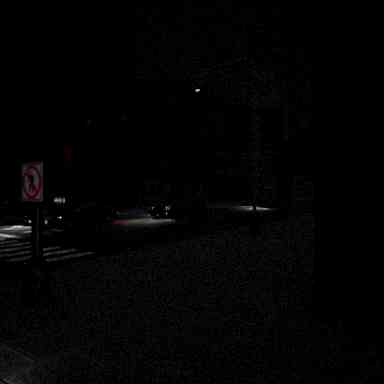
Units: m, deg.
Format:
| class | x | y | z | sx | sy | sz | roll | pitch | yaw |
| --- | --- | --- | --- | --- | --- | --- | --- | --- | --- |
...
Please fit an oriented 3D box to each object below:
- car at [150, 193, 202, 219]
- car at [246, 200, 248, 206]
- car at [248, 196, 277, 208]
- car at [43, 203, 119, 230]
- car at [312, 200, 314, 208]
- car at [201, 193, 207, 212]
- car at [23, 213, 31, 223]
| class | x | y | z | sx | sy | sz | roll | pitch | yaw |
| --- | --- | --- | --- | --- | --- | --- | --- | --- | --- |
| car | -1.477 | 1.257 | 28.465 | 2.097 | 1.767 | 4.553 | 0 | 0 | 35 |
| car | 9.737 | 1.317 | 49.827 | 1.837 | 1.490 | 4.892 | 0 | 0 | 36 |
| car | 9.629 | 1.388 | 44.107 | 1.994 | 1.385 | 4.181 | 0 | 0 | 36 |
| car | -6.859 | 1.436 | 20.862 | 2.128 | 1.511 | 4.902 | 0 | 0 | 35 |
| car | 17.028 | 1.301 | 43.032 | 1.837 | 1.490 | 4.892 | 0 | 0 | 35 |
| car | -0.514 | 1.107 | 35.454 | 2.150 | 2.045 | 5.566 | 0 | 0 | 35 |
| car | -8.939 | 1.494 | 23.572 | 2.033 | 1.411 | 5.357 | 0 | 0 | 34 |
